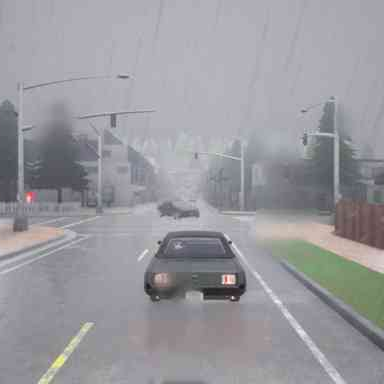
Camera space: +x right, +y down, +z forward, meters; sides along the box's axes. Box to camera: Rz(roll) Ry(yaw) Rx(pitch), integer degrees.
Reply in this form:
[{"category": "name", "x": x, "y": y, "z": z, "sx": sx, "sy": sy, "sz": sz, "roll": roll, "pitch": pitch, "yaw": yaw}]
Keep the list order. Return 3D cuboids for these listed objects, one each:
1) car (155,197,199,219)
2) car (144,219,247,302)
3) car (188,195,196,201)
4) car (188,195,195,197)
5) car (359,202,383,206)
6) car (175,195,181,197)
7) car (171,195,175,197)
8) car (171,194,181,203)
[{"category": "car", "x": -1.264, "y": 1.474, "z": 28.310, "sx": 1.882, "sy": 1.535, "sz": 5.008, "roll": -1, "pitch": 0, "yaw": -30}, {"category": "car", "x": 0.070, "y": 1.601, "z": 8.225, "sx": 1.895, "sy": 1.301, "sz": 4.718, "roll": 0, "pitch": 0, "yaw": 0}, {"category": "car", "x": 0.017, "y": 1.478, "z": 81.492, "sx": 1.882, "sy": 1.535, "sz": 5.008, "roll": 0, "pitch": 0, "yaw": 0}, {"category": "car", "x": 0.018, "y": 1.595, "z": 71.456, "sx": 1.895, "sy": 1.301, "sz": 4.718, "roll": 0, "pitch": 0, "yaw": 0}, {"category": "car", "x": 15.305, "y": 1.582, "z": 29.288, "sx": 4.718, "sy": 1.301, "sz": 1.895, "roll": 0, "pitch": 0, "yaw": -8}, {"category": "car", "x": -3.558, "y": 1.564, "z": 59.292, "sx": 1.994, "sy": 1.385, "sz": 4.181, "roll": 0, "pitch": 0, "yaw": 1}, {"category": "car", "x": -3.588, "y": 1.500, "z": 43.520, "sx": 1.837, "sy": 1.490, "sz": 4.892, "roll": 0, "pitch": 1, "yaw": 0}, {"category": "car", "x": -3.485, "y": 1.349, "z": 72.513, "sx": 2.097, "sy": 1.767, "sz": 4.553, "roll": 0, "pitch": 0, "yaw": 0}]
